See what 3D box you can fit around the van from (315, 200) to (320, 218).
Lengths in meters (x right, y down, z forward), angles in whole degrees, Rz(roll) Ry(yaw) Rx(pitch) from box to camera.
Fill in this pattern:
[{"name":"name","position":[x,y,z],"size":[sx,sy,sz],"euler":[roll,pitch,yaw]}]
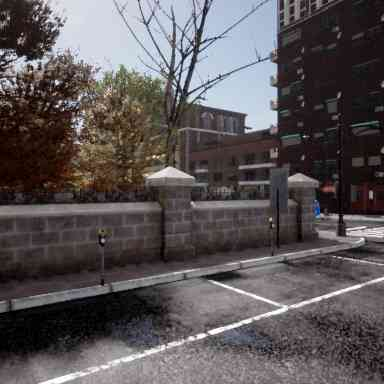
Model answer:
[{"name":"van","position":[10.491,1.656,32.594],"size":[1.690,1.788,3.998],"euler":[-1,0,-36]}]
